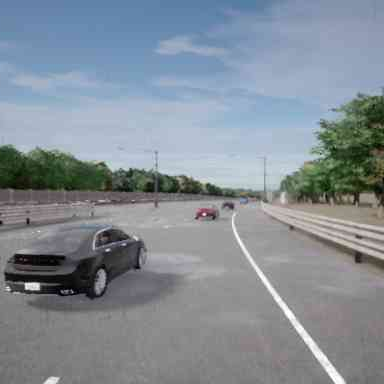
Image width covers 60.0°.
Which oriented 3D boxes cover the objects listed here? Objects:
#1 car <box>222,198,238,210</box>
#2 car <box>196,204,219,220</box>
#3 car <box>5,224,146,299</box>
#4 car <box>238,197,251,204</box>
[{"bbox_3d":[6.075,2.078,54.474,1.837,1.490,4.892,0,-1,12],"label":"car"},{"bbox_3d":[1.552,1.867,32.181,1.812,1.442,4.674,0,-1,11],"label":"car"},{"bbox_3d":[-2.669,1.602,8.813,1.837,1.490,4.892,0,-1,10],"label":"car"},{"bbox_3d":[13.643,2.494,87.381,2.033,1.411,5.357,0,-1,14],"label":"car"}]
